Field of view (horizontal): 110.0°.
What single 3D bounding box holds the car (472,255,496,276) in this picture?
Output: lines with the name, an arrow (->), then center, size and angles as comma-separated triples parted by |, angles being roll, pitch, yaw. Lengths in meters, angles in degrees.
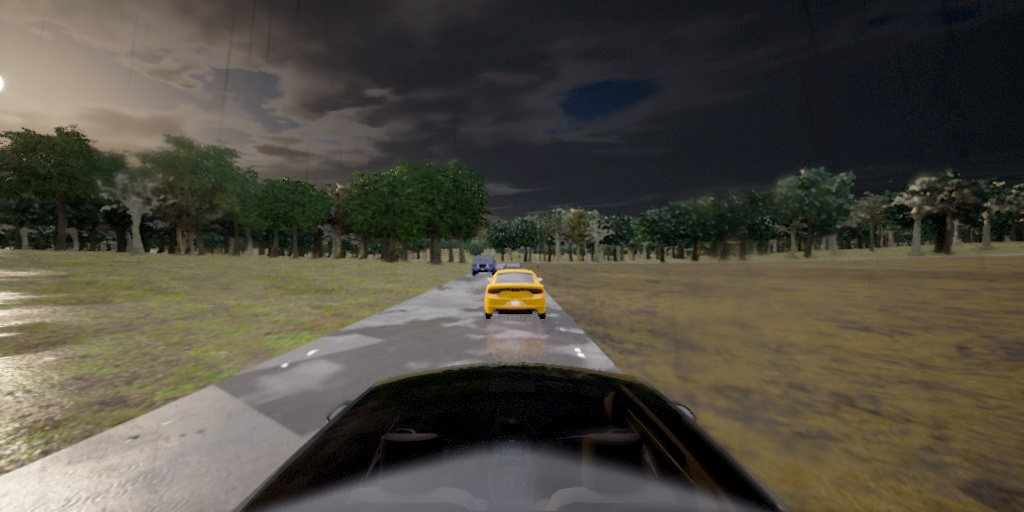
car -> -2.741, 0.906, 36.093 | 2.150, 2.045, 5.566 | 0, 0, 0

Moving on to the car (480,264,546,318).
car -> 0.103, 1.205, 12.831 | 1.882, 1.535, 5.008 | 0, 0, 0
